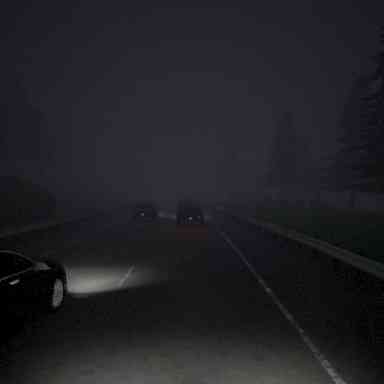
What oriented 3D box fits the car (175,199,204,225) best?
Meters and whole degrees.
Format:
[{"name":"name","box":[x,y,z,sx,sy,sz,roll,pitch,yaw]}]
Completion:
[{"name":"car","box":[-0.162,1.488,23.617,2.128,1.511,4.902,0,0,-1]}]

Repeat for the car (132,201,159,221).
[{"name":"car","box":[-3.795,1.488,27.550,2.128,1.511,4.902,0,0,-2]}]

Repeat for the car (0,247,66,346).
[{"name":"car","box":[-3.404,1.504,4.713,1.837,1.490,4.892,0,0,0]}]
